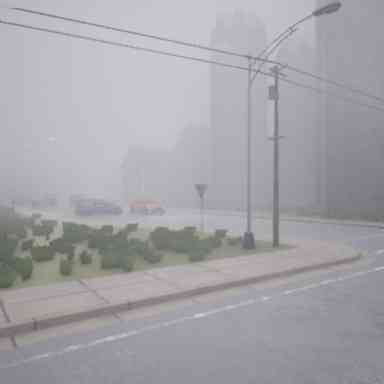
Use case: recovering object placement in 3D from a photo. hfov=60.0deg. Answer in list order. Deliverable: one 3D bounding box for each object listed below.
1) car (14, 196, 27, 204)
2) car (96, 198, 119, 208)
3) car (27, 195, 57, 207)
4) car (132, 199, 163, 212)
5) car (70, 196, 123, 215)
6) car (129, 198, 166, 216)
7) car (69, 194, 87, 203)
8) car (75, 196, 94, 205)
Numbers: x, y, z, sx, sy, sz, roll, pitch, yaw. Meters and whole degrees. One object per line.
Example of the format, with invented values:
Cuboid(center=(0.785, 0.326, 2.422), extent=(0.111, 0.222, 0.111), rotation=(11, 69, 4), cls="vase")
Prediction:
Cuboid(center=(-31.578, 1.556, 63.031), extent=(4.193, 1.474, 1.816), rotation=(0, 0, -35), cls="car")
Cuboid(center=(-13.085, 1.613, 51.490), extent=(1.812, 1.442, 4.674), rotation=(0, 0, -36), cls="car")
Cuboid(center=(-23.249, 1.366, 52.414), extent=(3.866, 1.878, 1.905), rotation=(0, 0, -35), cls="car")
Cuboid(center=(-5.576, 1.613, 41.152), extent=(1.812, 1.442, 4.674), rotation=(0, 0, -36), cls="car")
Cuboid(center=(-9.125, 1.533, 32.756), extent=(4.611, 1.667, 2.242), rotation=(0, 0, -35), cls="car")
Cuboid(center=(-4.513, 1.422, 33.418), extent=(2.097, 1.767, 4.553), rotation=(0, 0, -36), cls="car")
Cuboid(center=(-17.030, 1.278, 50.793), extent=(2.150, 2.045, 5.566), rotation=(0, 0, -36), cls="car")
Cuboid(center=(-19.442, 1.565, 60.119), extent=(1.882, 1.535, 5.008), rotation=(0, 0, -36), cls="car")
